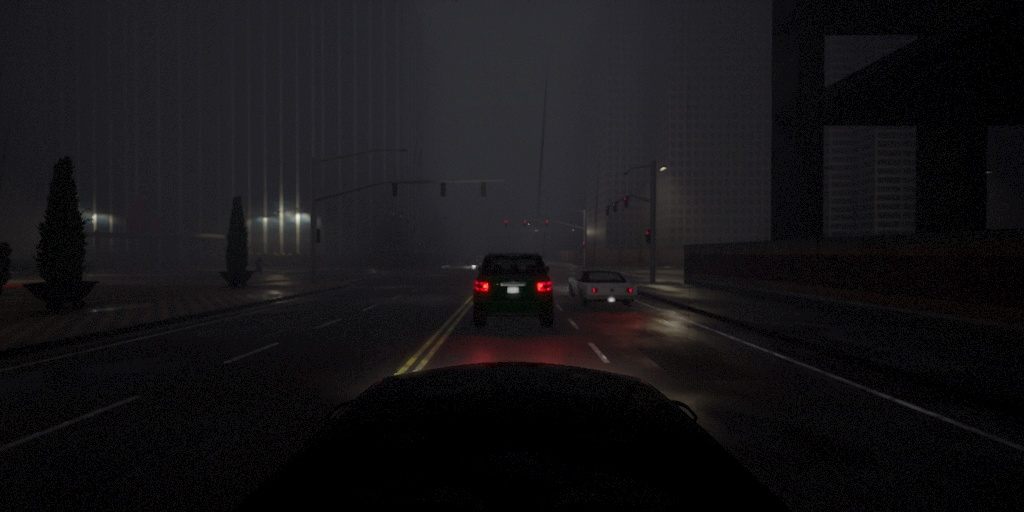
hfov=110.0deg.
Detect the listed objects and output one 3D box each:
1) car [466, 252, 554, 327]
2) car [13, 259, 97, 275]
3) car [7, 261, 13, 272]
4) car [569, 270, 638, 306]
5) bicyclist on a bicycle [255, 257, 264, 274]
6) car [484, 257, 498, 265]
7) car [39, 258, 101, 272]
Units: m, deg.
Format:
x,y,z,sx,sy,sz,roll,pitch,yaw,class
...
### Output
x,y,z,sx,sy,sz,roll,pitch,yaw,class
0.053,0.899,11.423,2.150,2.045,5.566,0,1,1,car
-42.308,1.001,33.377,4.902,1.511,2.128,0,0,0,car
-50.334,1.046,36.952,4.181,1.385,1.994,0,0,3,car
3.578,1.251,15.053,1.895,1.301,4.718,0,0,0,car
-24.659,0.952,34.955,0.582,1.620,1.656,0,0,-13,bicyclist on a bicycle
-3.521,0.844,62.129,2.033,1.411,5.357,0,0,1,car
-49.823,0.981,40.467,4.674,1.442,1.812,0,0,0,car
